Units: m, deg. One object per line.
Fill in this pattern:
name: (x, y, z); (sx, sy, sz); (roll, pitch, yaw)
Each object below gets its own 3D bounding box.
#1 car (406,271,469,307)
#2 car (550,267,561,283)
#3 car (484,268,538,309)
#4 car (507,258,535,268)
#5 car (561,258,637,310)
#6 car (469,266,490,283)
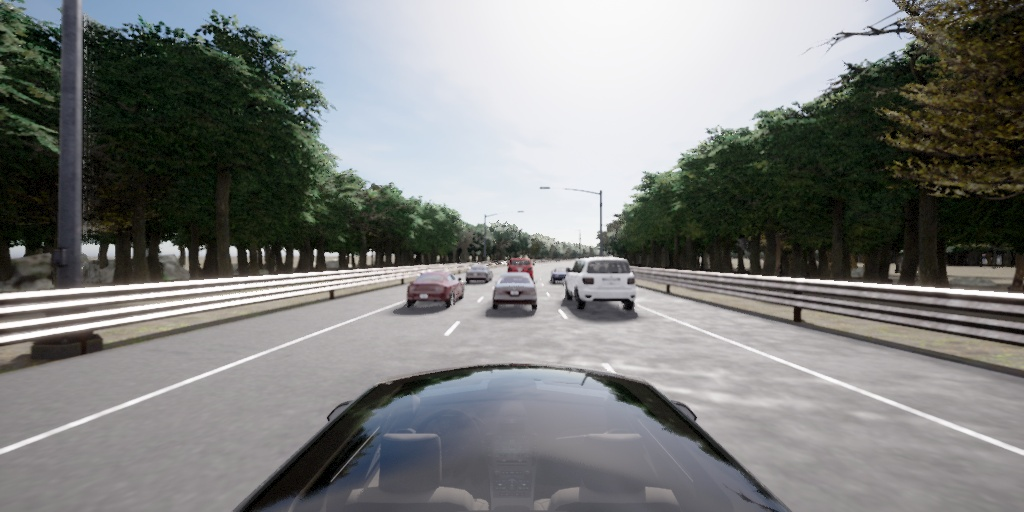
car: (-3.332, 1.403, 16.140); (1.812, 1.442, 4.674); (0, 0, 2)
car: (4.253, 1.595, 30.422); (1.895, 1.301, 4.718); (0, 0, 3)
car: (0.152, 1.422, 15.670); (2.033, 1.411, 5.357); (0, 0, 1)
car: (0.752, 1.209, 30.542); (2.150, 2.045, 5.566); (0, 0, 3)
car: (3.652, 1.092, 15.611); (2.150, 2.045, 5.566); (0, 0, 1)
car: (-2.744, 1.539, 30.692); (2.033, 1.411, 5.357); (0, 0, 3)
